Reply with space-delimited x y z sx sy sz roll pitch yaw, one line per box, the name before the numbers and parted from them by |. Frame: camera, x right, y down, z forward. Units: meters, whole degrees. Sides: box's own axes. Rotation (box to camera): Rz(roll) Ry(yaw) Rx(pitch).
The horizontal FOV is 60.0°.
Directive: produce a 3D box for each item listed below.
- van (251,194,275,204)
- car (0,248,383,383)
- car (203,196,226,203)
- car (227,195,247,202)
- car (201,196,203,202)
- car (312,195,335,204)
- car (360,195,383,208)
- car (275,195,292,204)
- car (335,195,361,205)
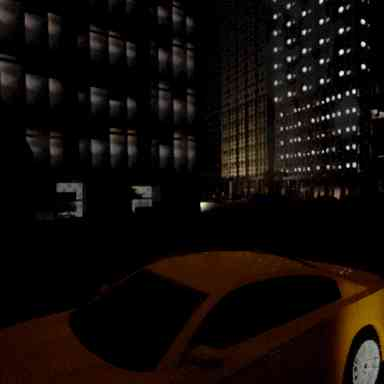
van | 11.586 1.200 55.704 1.690 1.788 3.998 -2 0 -24
car | 0.115 1.440 3.419 5.008 1.535 1.882 -1 1 -35
car | 4.765 1.652 71.134 2.008 1.369 4.403 -2 0 -24
car | 10.188 1.345 72.957 1.837 1.490 4.892 -1 0 -24
car | 2.557 1.707 76.123 1.752 1.417 4.829 -2 0 -24
car | 21.531 1.226 53.952 1.947 1.339 4.313 -2 0 -24
car | 20.697 1.098 35.128 2.008 1.369 4.403 -2 0 -24
car | 15.882 1.303 60.133 2.128 1.511 4.902 -1 0 -23
car | 23.807 1.148 48.809 1.947 1.339 4.313 -2 0 -24
